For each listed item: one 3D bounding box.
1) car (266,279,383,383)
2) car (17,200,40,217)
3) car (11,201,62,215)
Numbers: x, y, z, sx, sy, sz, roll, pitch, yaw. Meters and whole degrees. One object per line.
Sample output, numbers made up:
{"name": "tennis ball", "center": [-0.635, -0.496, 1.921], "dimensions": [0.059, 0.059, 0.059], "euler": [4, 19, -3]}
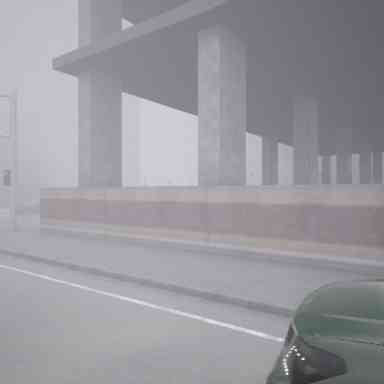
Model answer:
{"name": "car", "center": [3.225, 1.223, 1.698], "dimensions": [5.566, 2.045, 2.150], "euler": [0, 0, 35]}
{"name": "car", "center": [-15.045, 1.533, 32.489], "dimensions": [1.882, 1.535, 5.008], "euler": [0, 0, 36]}
{"name": "car", "center": [-16.773, 1.656, 36.091], "dimensions": [1.895, 1.301, 4.718], "euler": [0, 0, 36]}
